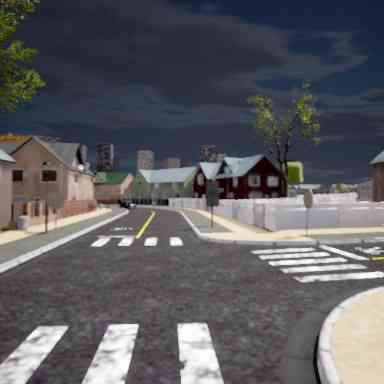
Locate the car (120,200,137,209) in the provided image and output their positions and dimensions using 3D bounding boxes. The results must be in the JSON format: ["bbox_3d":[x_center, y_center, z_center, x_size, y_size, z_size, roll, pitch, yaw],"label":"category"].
[{"bbox_3d":[-10.813,2.071,56.151,2.128,1.511,4.902,1,-1,-27],"label":"car"}]
